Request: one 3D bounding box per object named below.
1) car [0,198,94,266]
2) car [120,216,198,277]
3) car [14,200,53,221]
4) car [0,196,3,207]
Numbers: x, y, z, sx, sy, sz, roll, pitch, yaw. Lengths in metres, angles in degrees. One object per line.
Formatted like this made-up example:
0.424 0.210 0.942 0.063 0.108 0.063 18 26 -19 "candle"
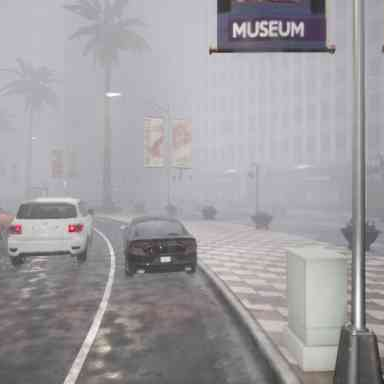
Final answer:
-4.795 1.216 11.900 2.150 2.045 5.566 0 0 -15 "car"
-1.184 1.476 10.449 1.882 1.535 5.008 0 0 -13 "car"
-13.465 1.464 28.045 1.882 1.535 5.008 0 0 -39 "car"
-31.008 1.449 51.164 2.231 1.521 4.892 0 0 -44 "car"
